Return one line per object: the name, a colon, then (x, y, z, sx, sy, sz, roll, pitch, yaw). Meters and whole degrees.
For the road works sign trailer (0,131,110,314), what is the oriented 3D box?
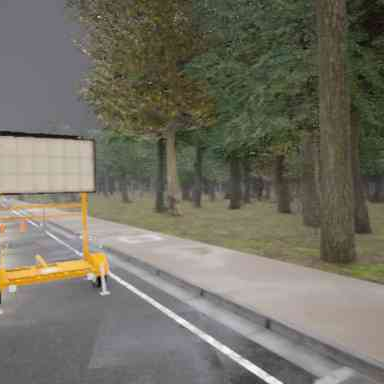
road works sign trailer: (-3.496, 0.445, 7.805, 2.380, 3.560, 2.880, -2, 1, -32)
